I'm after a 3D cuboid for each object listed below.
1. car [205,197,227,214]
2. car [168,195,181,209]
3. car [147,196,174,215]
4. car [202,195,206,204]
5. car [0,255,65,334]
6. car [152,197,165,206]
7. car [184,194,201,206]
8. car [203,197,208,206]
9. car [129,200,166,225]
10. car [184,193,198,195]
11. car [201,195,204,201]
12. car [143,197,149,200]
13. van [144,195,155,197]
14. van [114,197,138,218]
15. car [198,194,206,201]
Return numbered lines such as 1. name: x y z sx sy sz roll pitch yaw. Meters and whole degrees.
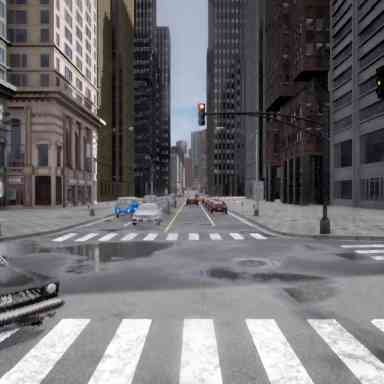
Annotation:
1. car: 2.752 1.553 35.457 1.887 1.381 4.507 0 0 0
2. car: -3.119 1.508 46.850 2.128 1.511 4.902 0 0 0
3. car: -3.122 1.512 34.054 1.837 1.490 4.892 0 0 0
4. car: 2.742 1.560 46.508 1.887 1.381 4.507 0 0 0
5. car: -4.365 1.604 5.913 4.718 1.301 1.895 0 -1 36
6. car: -5.814 1.606 57.569 1.802 1.307 4.206 0 0 0
7. car: 0.014 1.499 54.790 1.882 1.535 5.008 0 0 0
8. car: 2.747 1.556 40.982 1.887 1.381 4.507 0 0 0
9. car: -3.118 1.529 24.012 1.812 1.442 4.674 0 0 -2
10. car: -0.044 1.521 65.170 2.128 1.511 4.902 0 0 0
11. car: 2.737 1.545 52.203 1.752 1.417 4.829 0 0 0
12. car: -5.803 1.553 35.469 1.887 1.381 4.507 0 0 0
13. van: -5.809 1.357 46.519 1.690 1.788 3.998 0 0 0
14. van: -5.800 1.346 29.944 1.690 1.788 3.998 0 0 0
15. car: 2.702 1.489 90.712 1.967 1.590 4.097 0 0 0
